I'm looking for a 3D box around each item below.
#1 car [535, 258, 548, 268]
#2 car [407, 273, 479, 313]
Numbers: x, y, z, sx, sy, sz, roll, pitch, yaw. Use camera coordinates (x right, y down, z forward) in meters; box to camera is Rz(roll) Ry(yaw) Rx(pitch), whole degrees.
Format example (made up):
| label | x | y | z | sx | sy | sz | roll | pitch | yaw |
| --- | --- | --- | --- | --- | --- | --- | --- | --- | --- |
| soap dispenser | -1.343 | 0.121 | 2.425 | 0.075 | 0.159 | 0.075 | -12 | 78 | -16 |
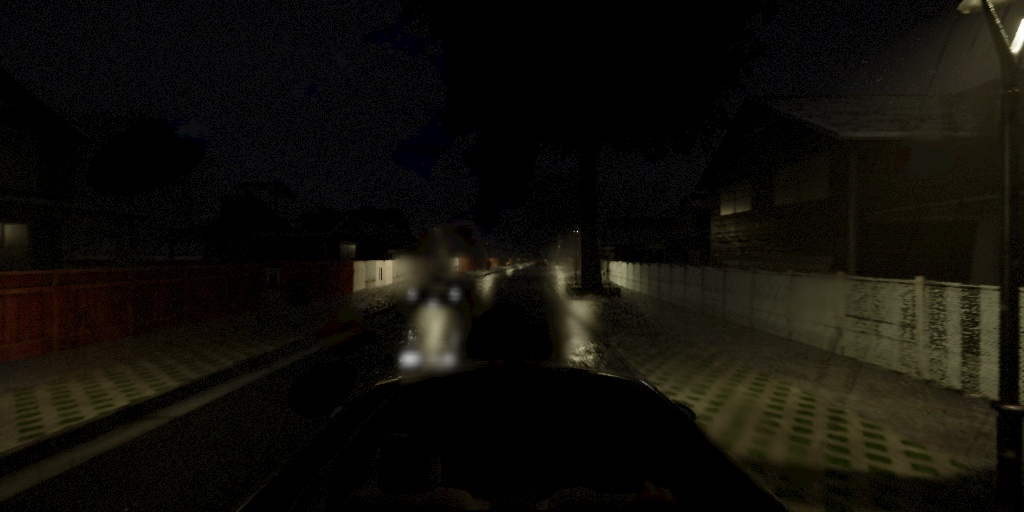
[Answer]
| label | x | y | z | sx | sy | sz | roll | pitch | yaw |
| --- | --- | --- | --- | --- | --- | --- | --- | --- | --- |
| car | 5.305 | 1.219 | 64.803 | 2.097 | 1.767 | 4.553 | 0 | 0 | 7 |
| car | -2.533 | 1.350 | 14.102 | 1.895 | 1.301 | 4.718 | 0 | 0 | 3 |
